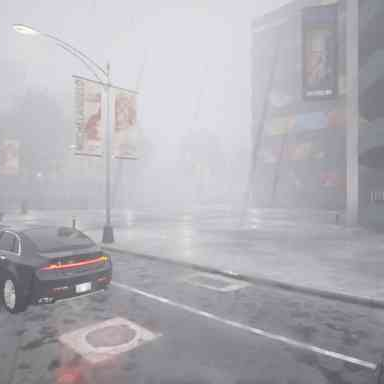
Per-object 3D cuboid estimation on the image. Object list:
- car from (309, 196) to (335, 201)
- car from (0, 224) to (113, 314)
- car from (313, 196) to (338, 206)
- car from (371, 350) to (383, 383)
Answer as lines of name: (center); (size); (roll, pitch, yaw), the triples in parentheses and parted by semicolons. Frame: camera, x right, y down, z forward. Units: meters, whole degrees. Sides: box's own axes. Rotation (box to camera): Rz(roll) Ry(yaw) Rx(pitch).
car: (16.349, 1.320, 42.252); (2.002, 1.452, 4.674); (0, 0, 43)
car: (-3.776, 1.505, 7.753); (4.892, 1.490, 1.837); (0, 0, 43)
car: (21.754, 1.413, 53.937); (2.161, 1.482, 4.786); (0, 0, 43)
car: (3.773, 1.547, 1.434); (5.357, 1.411, 2.033); (0, 0, 32)
